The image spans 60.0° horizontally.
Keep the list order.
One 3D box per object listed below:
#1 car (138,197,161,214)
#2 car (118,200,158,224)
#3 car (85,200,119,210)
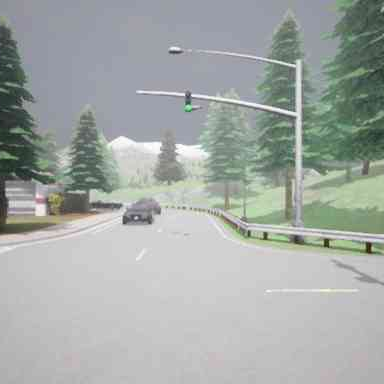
[{"bbox_3d":[-4.581,1.345,34.107,2.097,1.767,4.553,0,0,-19],"label":"car"},{"bbox_3d":[-3.814,1.559,24.311,1.994,1.385,4.181,0,0,-2],"label":"car"},{"bbox_3d":[-11.102,1.599,41.889,4.718,1.301,1.895,0,0,15],"label":"car"}]
